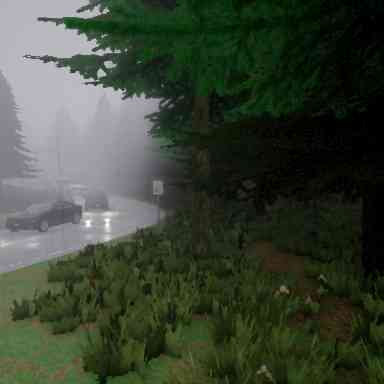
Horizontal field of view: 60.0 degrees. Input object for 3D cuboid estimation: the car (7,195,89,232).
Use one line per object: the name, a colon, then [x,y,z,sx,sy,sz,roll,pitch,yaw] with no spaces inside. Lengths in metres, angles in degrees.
car: [-8.122,1.226,18.789,1.882,1.535,5.008,0,2,12]

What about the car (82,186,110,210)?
car: [-8.318,0.651,28.895,1.837,1.490,4.892,0,5,-19]

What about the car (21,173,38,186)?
car: [-25.641,-2.127,52.452,2.150,2.045,5.566,0,5,-30]

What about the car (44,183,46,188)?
car: [-18.323,-0.951,45.380,4.892,1.490,1.837,6,4,38]

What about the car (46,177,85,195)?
car: [-13.934,-0.564,37.849,5.566,2.045,2.150,7,5,40]
